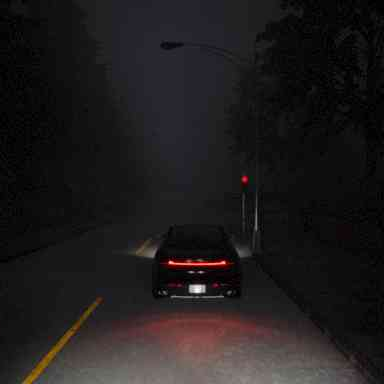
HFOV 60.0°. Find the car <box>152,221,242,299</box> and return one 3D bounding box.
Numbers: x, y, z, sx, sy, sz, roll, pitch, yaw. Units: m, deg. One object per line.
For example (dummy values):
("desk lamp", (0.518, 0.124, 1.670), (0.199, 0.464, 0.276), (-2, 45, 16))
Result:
("car", (0.100, 1.505, 8.439), (1.837, 1.490, 4.892), (0, 0, 0))

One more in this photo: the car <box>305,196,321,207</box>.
("car", (15.801, 1.300, 45.005), (1.994, 1.381, 4.181), (0, 0, 0))
